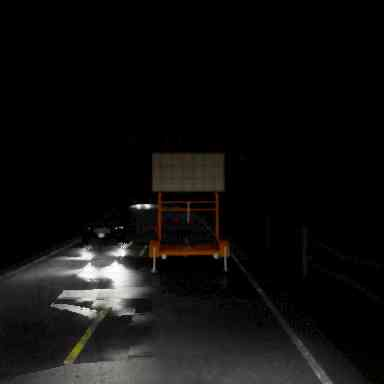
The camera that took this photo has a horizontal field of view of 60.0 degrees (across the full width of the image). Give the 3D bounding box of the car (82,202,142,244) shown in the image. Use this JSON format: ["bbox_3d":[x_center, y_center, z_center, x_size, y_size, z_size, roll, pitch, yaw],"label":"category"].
[{"bbox_3d":[-3.711,1.450,15.658,2.128,1.511,4.902,0,0,-3],"label":"car"}]

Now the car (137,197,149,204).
[{"bbox_3d":[-8.416,1.450,57.130,1.895,1.301,4.718,0,0,-10],"label":"car"}]

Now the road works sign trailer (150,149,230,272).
[{"bbox_3d":[-0.118,0.436,10.681,2.380,3.560,2.880,0,0,-3],"label":"road works sign trailer"}]
